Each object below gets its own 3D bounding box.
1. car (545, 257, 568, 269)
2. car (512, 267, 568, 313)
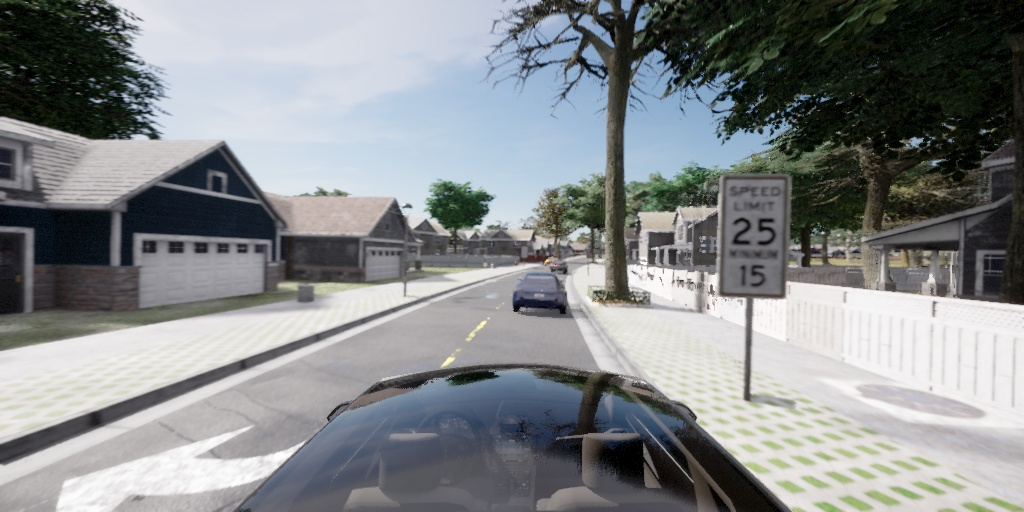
[{"bbox_3d":[5.587,1.236,42.468,2.128,1.511,4.902,2,1,12],"label":"car"},{"bbox_3d":[1.130,1.324,14.257,1.994,1.385,4.181,2,0,6],"label":"car"}]
